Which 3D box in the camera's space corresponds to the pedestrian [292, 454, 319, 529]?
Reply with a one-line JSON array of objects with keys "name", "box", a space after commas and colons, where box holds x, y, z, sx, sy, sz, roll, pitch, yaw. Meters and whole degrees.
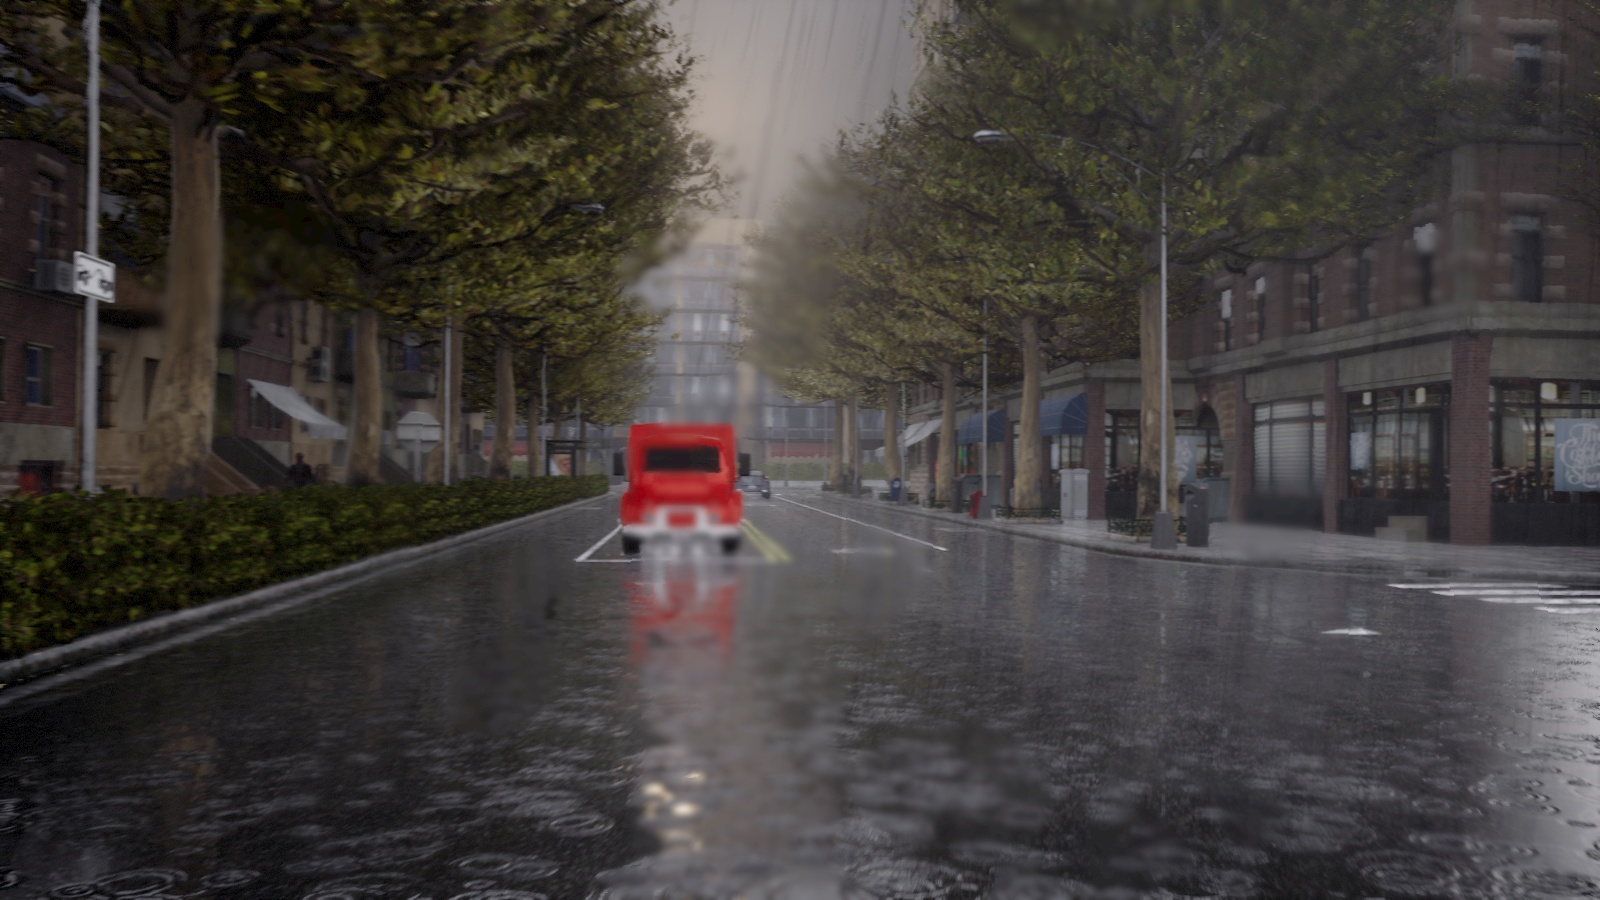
[{"name": "pedestrian", "box": [-12.268, 1.027, 31.178, 0.376, 1.854, 0.720, 0, -1, 1]}]

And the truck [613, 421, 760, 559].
[{"name": "truck", "box": [-2.252, 0.756, 25.134, 2.627, 2.467, 5.204, 0, -1, -5]}]

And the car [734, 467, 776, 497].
[{"name": "car", "box": [-2.595, 1.804, 71.724, 2.152, 1.651, 5.027, 0, -1, -5]}]
